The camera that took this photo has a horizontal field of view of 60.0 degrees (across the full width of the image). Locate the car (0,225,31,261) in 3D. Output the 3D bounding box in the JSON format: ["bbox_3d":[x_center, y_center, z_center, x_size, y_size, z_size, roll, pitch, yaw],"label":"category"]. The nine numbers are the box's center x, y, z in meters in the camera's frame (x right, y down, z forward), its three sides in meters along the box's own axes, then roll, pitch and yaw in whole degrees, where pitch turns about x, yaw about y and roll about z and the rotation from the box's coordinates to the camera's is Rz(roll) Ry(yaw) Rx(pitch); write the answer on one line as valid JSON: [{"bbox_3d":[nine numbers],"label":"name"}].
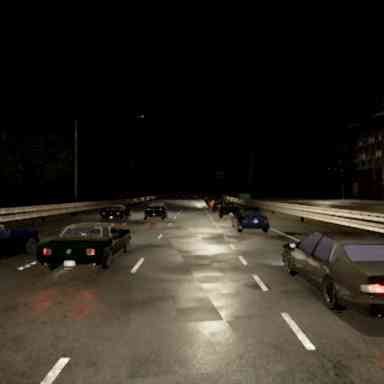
[{"bbox_3d":[-6.890,1.711,10.917,1.895,1.301,4.718,0,-1,0],"label":"car"}]

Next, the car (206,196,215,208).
[{"bbox_3d":[3.800,1.777,55.300,2.097,1.767,4.553,0,0,1],"label":"car"}]

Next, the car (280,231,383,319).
[{"bbox_3d":[3.604,1.630,7.837,2.033,1.411,5.357,0,-1,1],"label":"car"}]

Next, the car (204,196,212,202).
[{"bbox_3d":[4.286,1.853,88.233,2.033,1.411,5.357,0,0,1],"label":"car"}]

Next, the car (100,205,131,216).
[{"bbox_3d":[-6.813,1.857,30.354,1.895,1.301,4.718,0,0,0],"label":"car"}]

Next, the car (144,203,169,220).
[{"bbox_3d":[-3.305,1.755,31.420,2.128,1.511,4.902,0,0,0],"label":"car"}]

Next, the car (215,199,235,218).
[{"bbox_3d":[3.604,1.781,33.389,1.837,1.490,4.892,0,0,0],"label":"car"}]

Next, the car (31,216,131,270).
[{"bbox_3d":[-3.389,1.716,11.462,1.895,1.301,4.718,0,-1,0],"label":"car"}]

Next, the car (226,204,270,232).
[{"bbox_3d":[3.641,1.742,21.412,2.033,1.411,5.357,0,0,0],"label":"car"}]

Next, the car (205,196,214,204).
[{"bbox_3d":[4.102,1.822,77.453,1.801,1.575,5.366,0,0,1],"label":"car"}]

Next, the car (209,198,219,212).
[{"bbox_3d":[3.689,1.857,44.360,1.837,1.490,4.892,0,0,1],"label":"car"}]
